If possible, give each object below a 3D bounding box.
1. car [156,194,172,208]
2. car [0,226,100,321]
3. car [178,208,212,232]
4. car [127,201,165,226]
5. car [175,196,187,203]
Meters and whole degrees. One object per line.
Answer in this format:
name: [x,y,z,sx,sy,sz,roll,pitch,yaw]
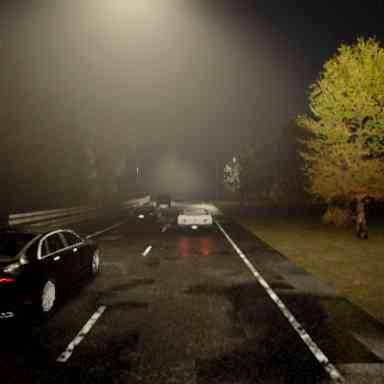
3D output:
car: [-4.297,1.299,50.663,2.150,2.045,5.566,0,0,-3]
car: [-3.485,1.509,7.386,1.837,1.490,4.892,0,1,0]
car: [0.169,1.617,20.372,1.895,1.301,4.718,0,0,0]
car: [-3.309,1.583,23.765,1.994,1.385,4.181,0,0,0]
car: [-2.806,1.742,76.943,1.994,1.385,4.181,0,0,1]
